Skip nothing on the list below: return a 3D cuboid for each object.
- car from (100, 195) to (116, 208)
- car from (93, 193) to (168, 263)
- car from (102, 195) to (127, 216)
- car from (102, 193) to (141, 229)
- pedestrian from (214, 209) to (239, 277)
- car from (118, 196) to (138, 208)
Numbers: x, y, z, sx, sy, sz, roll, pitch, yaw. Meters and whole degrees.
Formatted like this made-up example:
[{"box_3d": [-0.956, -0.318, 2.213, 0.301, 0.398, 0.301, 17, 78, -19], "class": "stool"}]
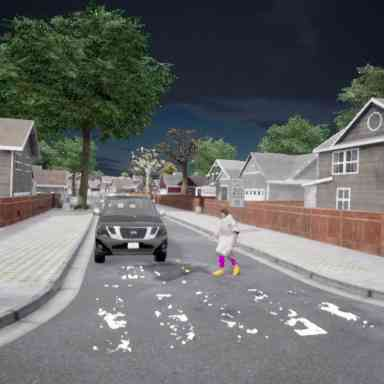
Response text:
[{"box_3d": [-11.818, 1.307, 46.571, 1.882, 1.535, 5.008, 2, 0, -18], "class": "car"}, {"box_3d": [-2.297, 1.157, 12.047, 2.150, 2.045, 5.566, 2, 0, -14], "class": "car"}, {"box_3d": [-7.489, 1.224, 31.817, 2.097, 1.767, 4.553, 2, 0, -16], "class": "car"}, {"box_3d": [-4.848, 1.131, 22.150, 2.150, 2.045, 5.566, 2, 0, -15], "class": "car"}, {"box_3d": [0.920, 1.316, 8.930, 0.375, 1.860, 0.375, 1, 1, -14], "class": "pedestrian"}, {"box_3d": [-9.255, 1.365, 47.785, 2.128, 1.511, 4.902, 2, 0, -18], "class": "car"}]
